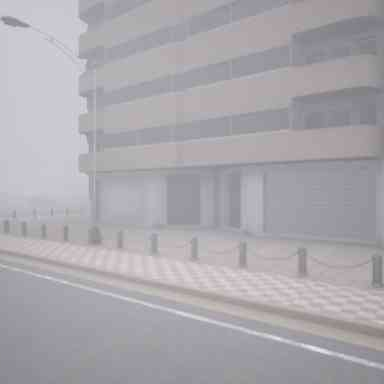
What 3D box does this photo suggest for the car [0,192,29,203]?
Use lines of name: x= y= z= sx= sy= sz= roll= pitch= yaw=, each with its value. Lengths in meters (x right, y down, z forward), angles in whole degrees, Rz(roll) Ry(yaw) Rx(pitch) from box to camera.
car: x=-41.226 y=1.201 z=77.171 sx=1.932 sy=1.855 sz=4.605 roll=0 pitch=0 yaw=35

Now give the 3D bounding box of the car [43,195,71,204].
car: x=-27.364 y=1.445 z=67.507 sx=1.970 sy=1.475 sz=3.806 roll=0 pitch=0 yaw=35
